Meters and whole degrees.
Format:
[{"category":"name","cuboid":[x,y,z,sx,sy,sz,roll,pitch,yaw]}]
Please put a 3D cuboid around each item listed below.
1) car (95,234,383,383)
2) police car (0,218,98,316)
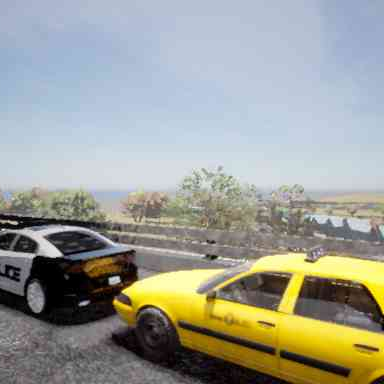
[{"category":"car","cuboid":[1.270,1.462,4.252,5.366,1.575,1.801,0,0,36]},{"category":"police car","cuboid":[-3.548,1.448,7.692,5.238,1.638,1.930,0,0,36]}]
